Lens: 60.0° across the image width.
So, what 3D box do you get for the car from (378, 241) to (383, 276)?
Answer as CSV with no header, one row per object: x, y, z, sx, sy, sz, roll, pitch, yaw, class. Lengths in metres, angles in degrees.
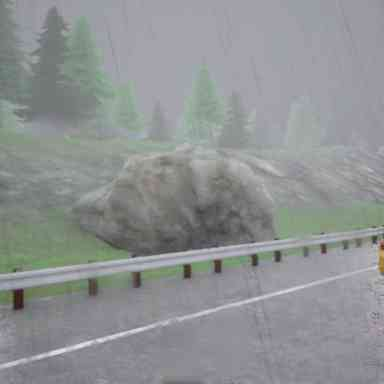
6.772,1.478,8.583,5.008,1.535,1.882,0,0,-36,car
